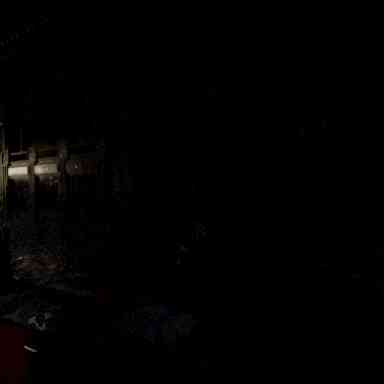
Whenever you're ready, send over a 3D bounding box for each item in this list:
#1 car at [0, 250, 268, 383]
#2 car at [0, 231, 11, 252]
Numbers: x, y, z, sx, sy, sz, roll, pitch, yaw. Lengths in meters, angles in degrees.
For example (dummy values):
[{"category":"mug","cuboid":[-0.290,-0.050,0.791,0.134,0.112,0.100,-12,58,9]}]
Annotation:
[{"category":"car","cuboid":[-1.235,1.604,3.847,4.206,1.307,1.802,-1,0,36]},{"category":"car","cuboid":[-5.802,1.377,7.107,5.009,1.841,2.192,-1,0,36]}]
